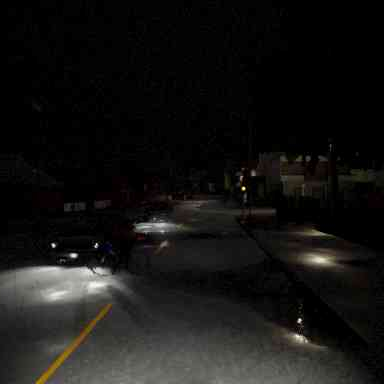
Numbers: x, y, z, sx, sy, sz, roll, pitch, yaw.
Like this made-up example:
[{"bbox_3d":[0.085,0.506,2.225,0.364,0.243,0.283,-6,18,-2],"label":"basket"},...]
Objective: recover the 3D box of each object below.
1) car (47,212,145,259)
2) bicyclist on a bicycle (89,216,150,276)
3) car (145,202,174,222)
[{"bbox_3d":[-3.455,1.547,12.763,2.033,1.411,5.357,0,0,3],"label":"car"},{"bbox_3d":[-1.939,1.453,8.860,1.656,1.620,0.582,-1,0,3],"label":"bicyclist on a bicycle"},{"bbox_3d":[-2.569,1.547,26.923,2.033,1.411,5.357,0,0,3],"label":"car"}]
